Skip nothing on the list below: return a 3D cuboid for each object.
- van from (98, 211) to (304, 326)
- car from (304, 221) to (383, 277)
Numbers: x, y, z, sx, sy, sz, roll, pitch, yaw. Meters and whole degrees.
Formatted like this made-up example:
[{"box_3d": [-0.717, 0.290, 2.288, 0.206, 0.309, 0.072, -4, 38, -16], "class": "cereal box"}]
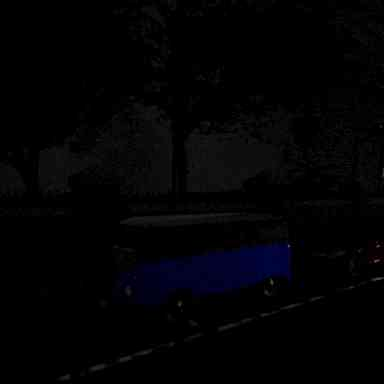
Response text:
[{"box_3d": [0.248, 1.326, 6.736, 3.998, 1.788, 1.690, 0, 0, -36], "class": "van"}, {"box_3d": [4.832, 1.546, 10.007, 4.206, 1.307, 1.802, 0, 0, -36], "class": "car"}]
